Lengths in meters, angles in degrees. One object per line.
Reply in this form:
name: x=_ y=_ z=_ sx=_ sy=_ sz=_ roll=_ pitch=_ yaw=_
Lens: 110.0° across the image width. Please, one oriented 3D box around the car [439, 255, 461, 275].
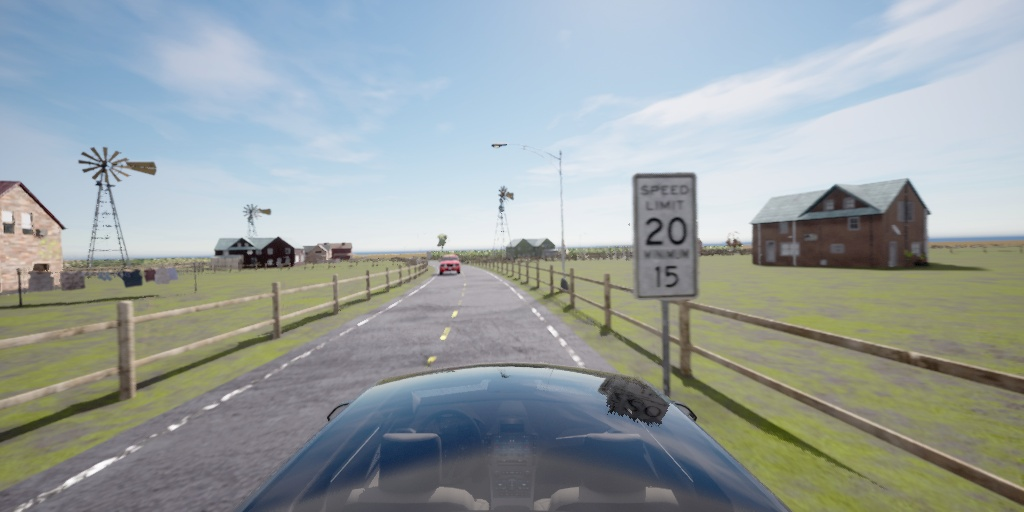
car: x=-6.783 y=0.934 z=39.326 sx=2.150 sy=2.045 sz=5.566 roll=-2 pitch=0 yaw=-10
